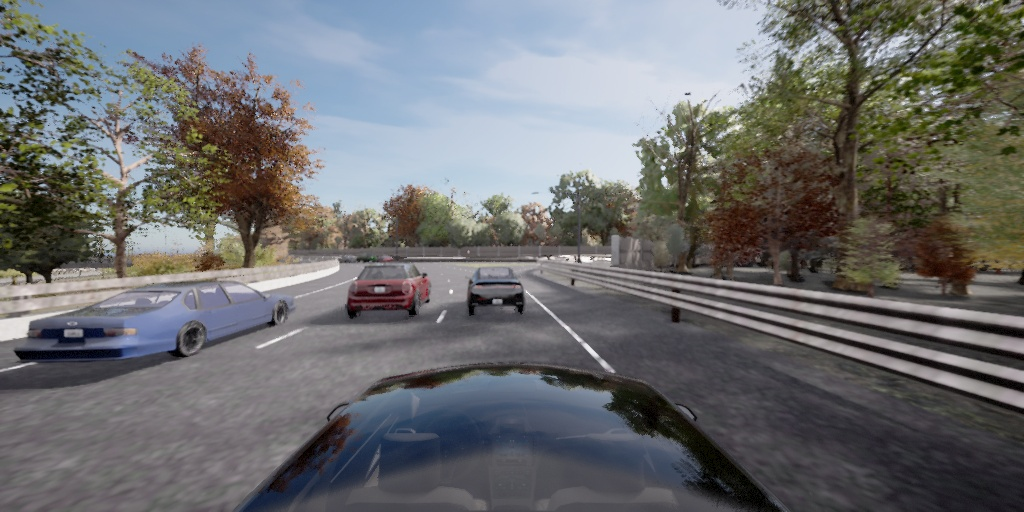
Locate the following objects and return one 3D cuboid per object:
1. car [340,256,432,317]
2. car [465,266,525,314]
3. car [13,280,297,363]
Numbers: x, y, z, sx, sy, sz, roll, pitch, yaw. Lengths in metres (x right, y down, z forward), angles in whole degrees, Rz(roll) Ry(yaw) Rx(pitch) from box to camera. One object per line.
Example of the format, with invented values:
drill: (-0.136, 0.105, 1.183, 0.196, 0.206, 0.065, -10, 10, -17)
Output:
car: (-4.175, 1.005, 12.873, 2.097, 1.767, 4.553, 0, 1, -6)
car: (-0.678, 1.125, 13.135, 2.128, 1.511, 4.902, 0, 1, -6)
car: (-7.229, 1.263, 8.280, 2.033, 1.411, 5.357, 0, 1, -4)
